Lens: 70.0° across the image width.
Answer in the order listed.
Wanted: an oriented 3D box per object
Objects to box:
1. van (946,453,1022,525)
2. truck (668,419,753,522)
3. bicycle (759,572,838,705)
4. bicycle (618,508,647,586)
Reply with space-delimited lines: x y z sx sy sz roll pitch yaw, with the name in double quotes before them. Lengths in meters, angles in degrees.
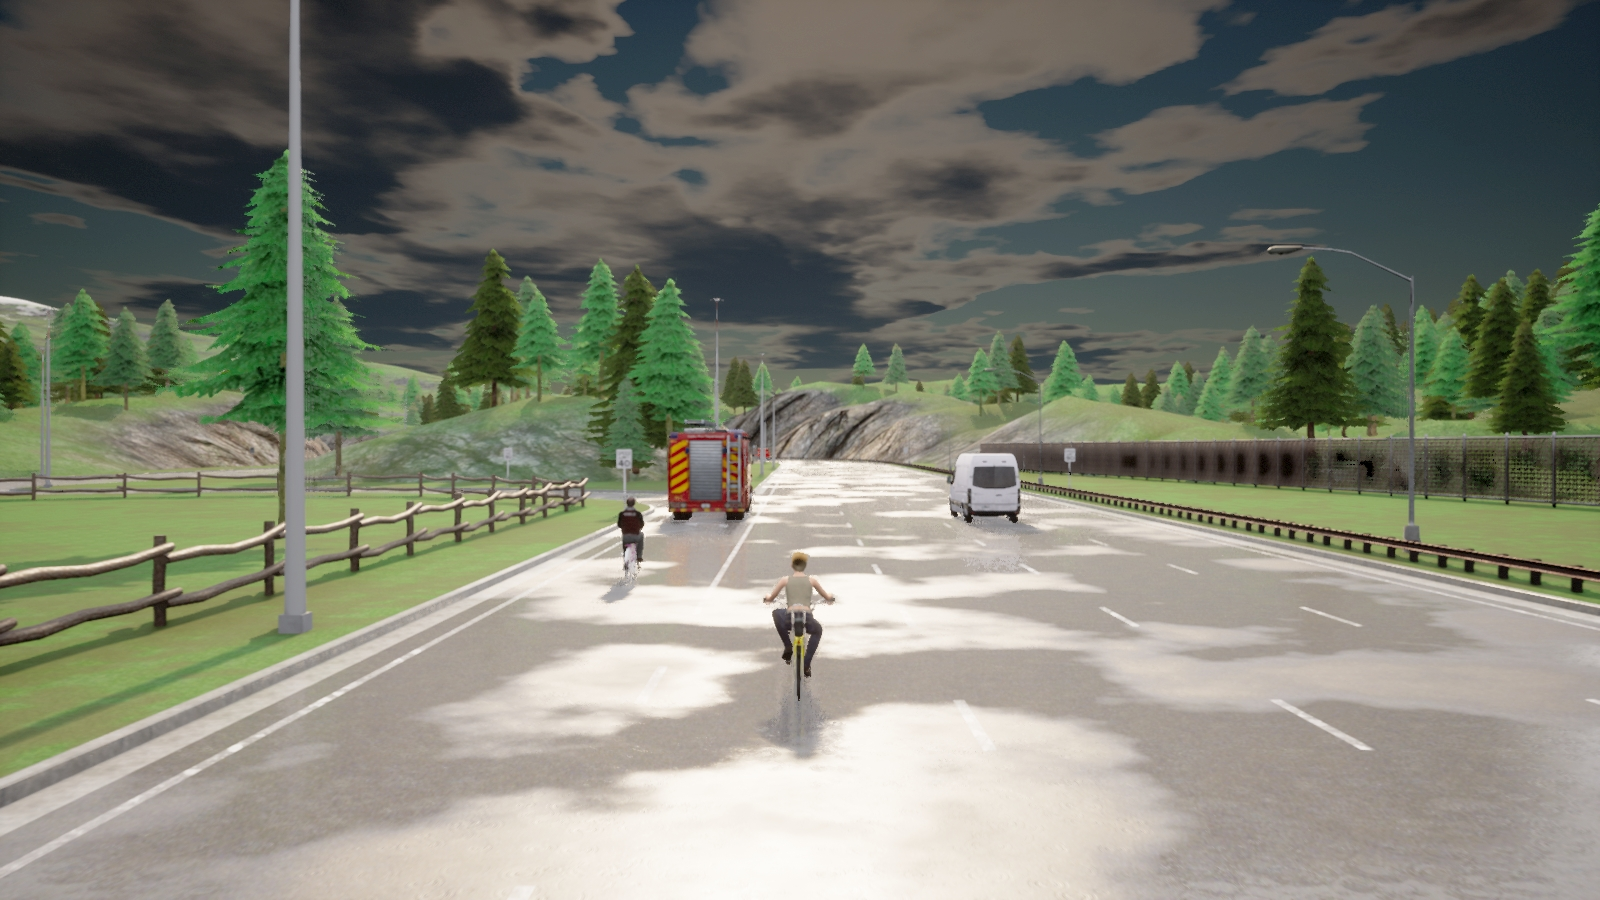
"van" 7.004 1.413 44.056 1.988 2.561 5.915 0 0 0
"truck" -3.525 0.761 46.989 2.891 3.827 8.468 0 0 0
"bicycle" -0.011 2.119 13.111 0.859 1.276 1.487 0 0 0
"bicycle" -3.500 1.992 23.883 0.329 1.471 1.835 0 0 0
